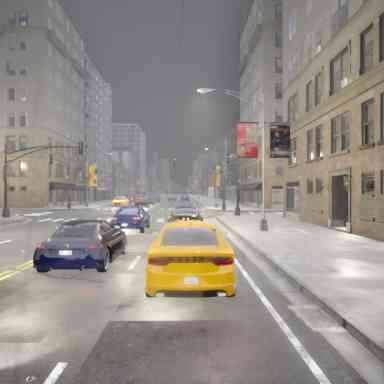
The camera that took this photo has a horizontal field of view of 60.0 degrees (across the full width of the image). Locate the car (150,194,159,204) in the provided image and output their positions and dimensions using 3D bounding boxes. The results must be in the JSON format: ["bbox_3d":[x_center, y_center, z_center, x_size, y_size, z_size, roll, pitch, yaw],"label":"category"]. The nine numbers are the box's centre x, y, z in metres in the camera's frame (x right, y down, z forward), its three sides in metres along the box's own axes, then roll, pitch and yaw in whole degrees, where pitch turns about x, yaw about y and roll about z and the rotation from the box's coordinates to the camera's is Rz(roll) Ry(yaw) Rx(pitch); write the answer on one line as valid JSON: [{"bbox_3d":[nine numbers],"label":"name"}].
[{"bbox_3d":[-7.816,1.563,60.733,2.033,1.411,5.357,0,0,-1],"label":"car"}]

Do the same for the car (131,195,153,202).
[{"bbox_3d":[-7.646,1.614,51.090,1.895,1.301,4.718,0,0,-1],"label":"car"}]

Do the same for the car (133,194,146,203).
[{"bbox_3d":[-11.227,1.371,71.052,2.097,1.767,4.553,0,0,-1],"label":"car"}]

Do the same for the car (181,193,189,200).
[{"bbox_3d":[-1.889,1.237,90.626,2.097,1.767,4.553,0,0,-1],"label":"car"}]

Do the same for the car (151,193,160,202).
[{"bbox_3d":[-7.980,1.241,71.208,2.150,2.045,5.566,0,0,-1],"label":"car"}]

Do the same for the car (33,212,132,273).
[{"bbox_3d":[-3.356,1.564,10.722,1.994,1.385,4.181,0,0,-1],"label":"car"}]

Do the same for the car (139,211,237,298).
[{"bbox_3d":[-0.054,1.478,8.584,1.882,1.535,5.008,0,0,-1],"label":"car"}]

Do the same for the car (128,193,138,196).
[{"bbox_3d":[-11.075,1.237,61.063,2.150,2.045,5.566,0,0,-1],"label":"car"}]

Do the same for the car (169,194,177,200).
[{"bbox_3d":[-5.164,1.369,91.804,2.097,1.767,4.553,0,0,-1],"label":"car"}]

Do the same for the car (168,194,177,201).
[{"bbox_3d":[-4.962,1.567,82.205,1.994,1.385,4.181,0,0,-1],"label":"car"}]

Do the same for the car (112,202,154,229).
[{"bbox_3d":[-3.535,1.528,19.464,1.812,1.442,4.674,0,0,-1],"label":"car"}]

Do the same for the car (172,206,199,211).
[{"bbox_3d":[-0.354,1.507,18.065,1.837,1.490,4.892,0,0,-1],"label":"car"}]

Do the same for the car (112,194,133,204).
[{"bbox_3d":[-10.899,1.491,51.128,1.882,1.535,5.008,0,0,-1],"label":"car"}]

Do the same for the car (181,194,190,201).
[{"bbox_3d":[-1.677,1.367,80.625,2.097,1.767,4.553,0,0,-1],"label":"car"}]
